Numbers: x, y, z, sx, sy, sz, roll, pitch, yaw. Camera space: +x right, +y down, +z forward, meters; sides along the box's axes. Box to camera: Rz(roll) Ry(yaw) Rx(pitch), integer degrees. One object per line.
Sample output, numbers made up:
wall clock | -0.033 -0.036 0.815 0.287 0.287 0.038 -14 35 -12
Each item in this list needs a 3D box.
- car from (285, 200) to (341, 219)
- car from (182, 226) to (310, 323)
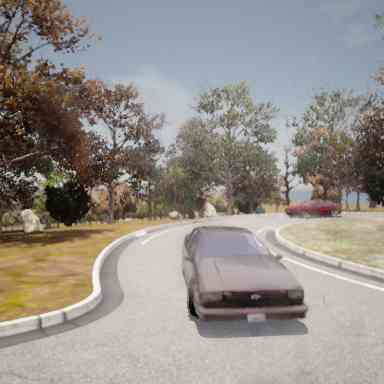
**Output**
car | 10.451 1.425 28.718 5.008 1.535 1.882 0 -1 -19
car | 0.762 1.537 7.731 2.033 1.411 5.357 0 0 -5
